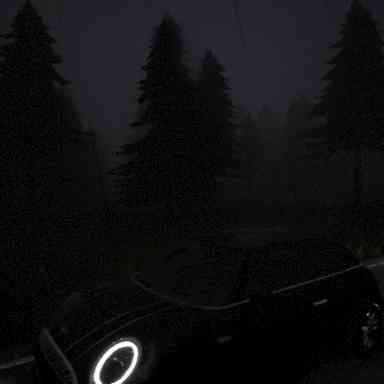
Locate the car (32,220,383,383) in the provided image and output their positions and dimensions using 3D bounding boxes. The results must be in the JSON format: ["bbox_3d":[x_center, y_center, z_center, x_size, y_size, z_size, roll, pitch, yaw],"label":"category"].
[{"bbox_3d":[0.468,1.334,4.328,4.553,1.767,2.097,-1,0,-36],"label":"car"}]
